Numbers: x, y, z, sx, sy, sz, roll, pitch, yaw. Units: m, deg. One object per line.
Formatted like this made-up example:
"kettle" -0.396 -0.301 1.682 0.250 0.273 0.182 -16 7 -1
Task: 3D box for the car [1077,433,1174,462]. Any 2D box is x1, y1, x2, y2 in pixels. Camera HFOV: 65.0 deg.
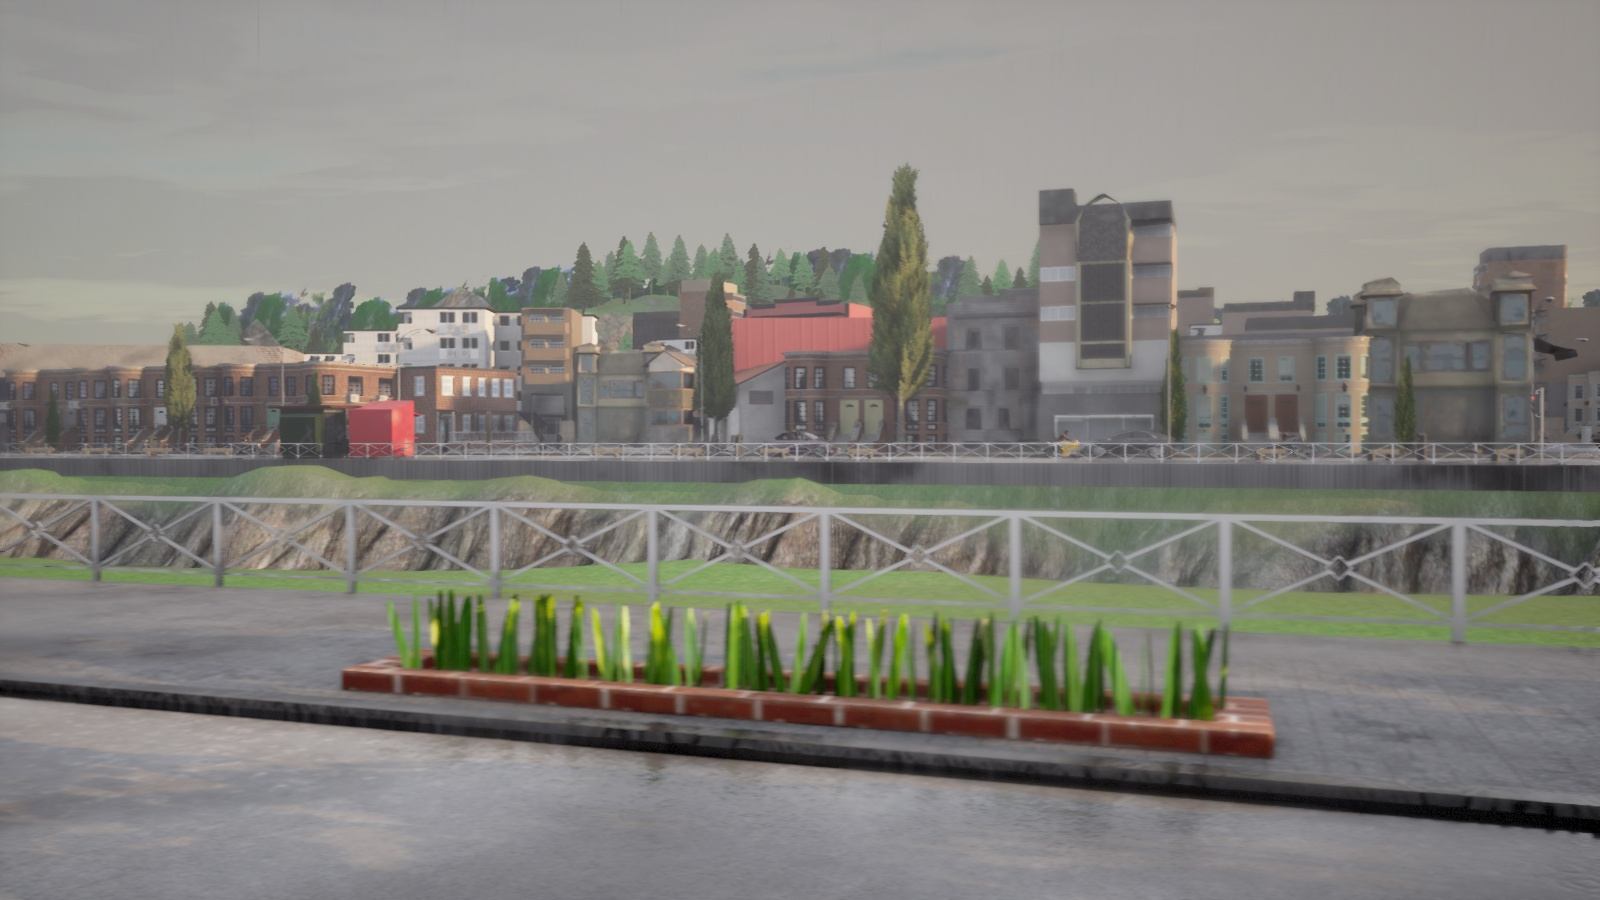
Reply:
"car" 17.414 -0.177 67.183 4.892 1.490 1.837 1 1 18

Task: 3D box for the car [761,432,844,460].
"car" 0.150 -0.258 68.736 4.193 1.474 1.816 1 1 19

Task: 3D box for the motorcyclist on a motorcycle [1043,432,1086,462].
"motorcyclist on a motorcycle" 13.535 -0.168 64.261 2.044 1.523 0.797 1 1 18

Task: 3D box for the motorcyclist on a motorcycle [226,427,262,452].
"motorcyclist on a motorcycle" -37.913 -0.735 85.658 2.350 1.649 0.766 0 1 19

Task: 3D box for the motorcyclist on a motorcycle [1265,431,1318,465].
"motorcyclist on a motorcycle" 23.803 -0.106 60.826 2.350 1.649 0.766 1 1 18
